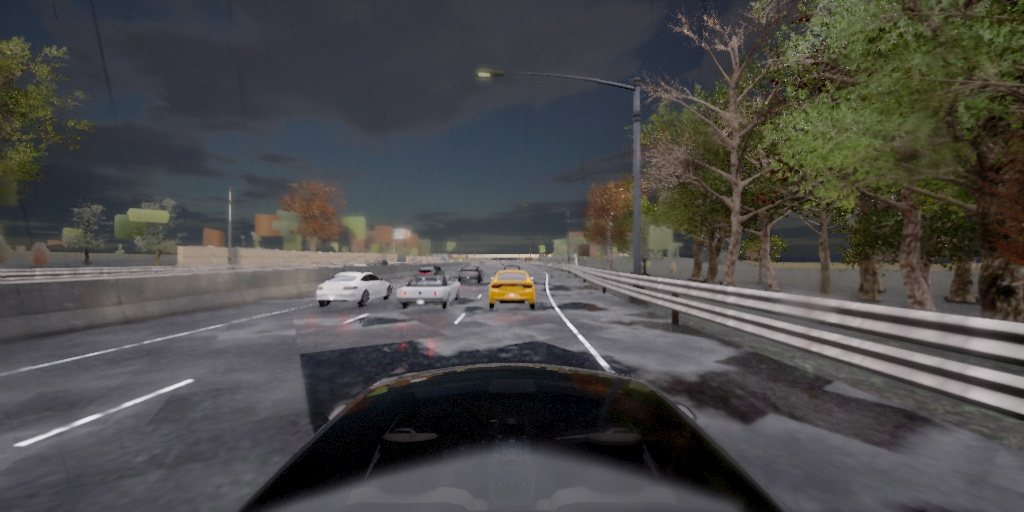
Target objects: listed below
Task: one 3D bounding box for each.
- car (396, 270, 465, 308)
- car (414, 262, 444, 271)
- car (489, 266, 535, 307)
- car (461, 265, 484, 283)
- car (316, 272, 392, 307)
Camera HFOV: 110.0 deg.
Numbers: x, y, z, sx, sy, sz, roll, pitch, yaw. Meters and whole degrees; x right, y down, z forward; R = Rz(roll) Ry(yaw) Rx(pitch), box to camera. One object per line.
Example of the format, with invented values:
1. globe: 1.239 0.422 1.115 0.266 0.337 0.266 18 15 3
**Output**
1. car: -3.498 1.494 15.957 1.895 1.301 4.718 0 -1 0
2. car: -6.995 1.562 31.144 1.837 1.490 4.892 0 0 0
3. car: 0.007 1.375 16.324 1.882 1.535 5.008 0 0 0
4. car: -3.495 1.547 31.143 2.128 1.511 4.902 0 -1 0
5. car: -6.995 1.422 16.228 1.812 1.442 4.674 0 0 0
